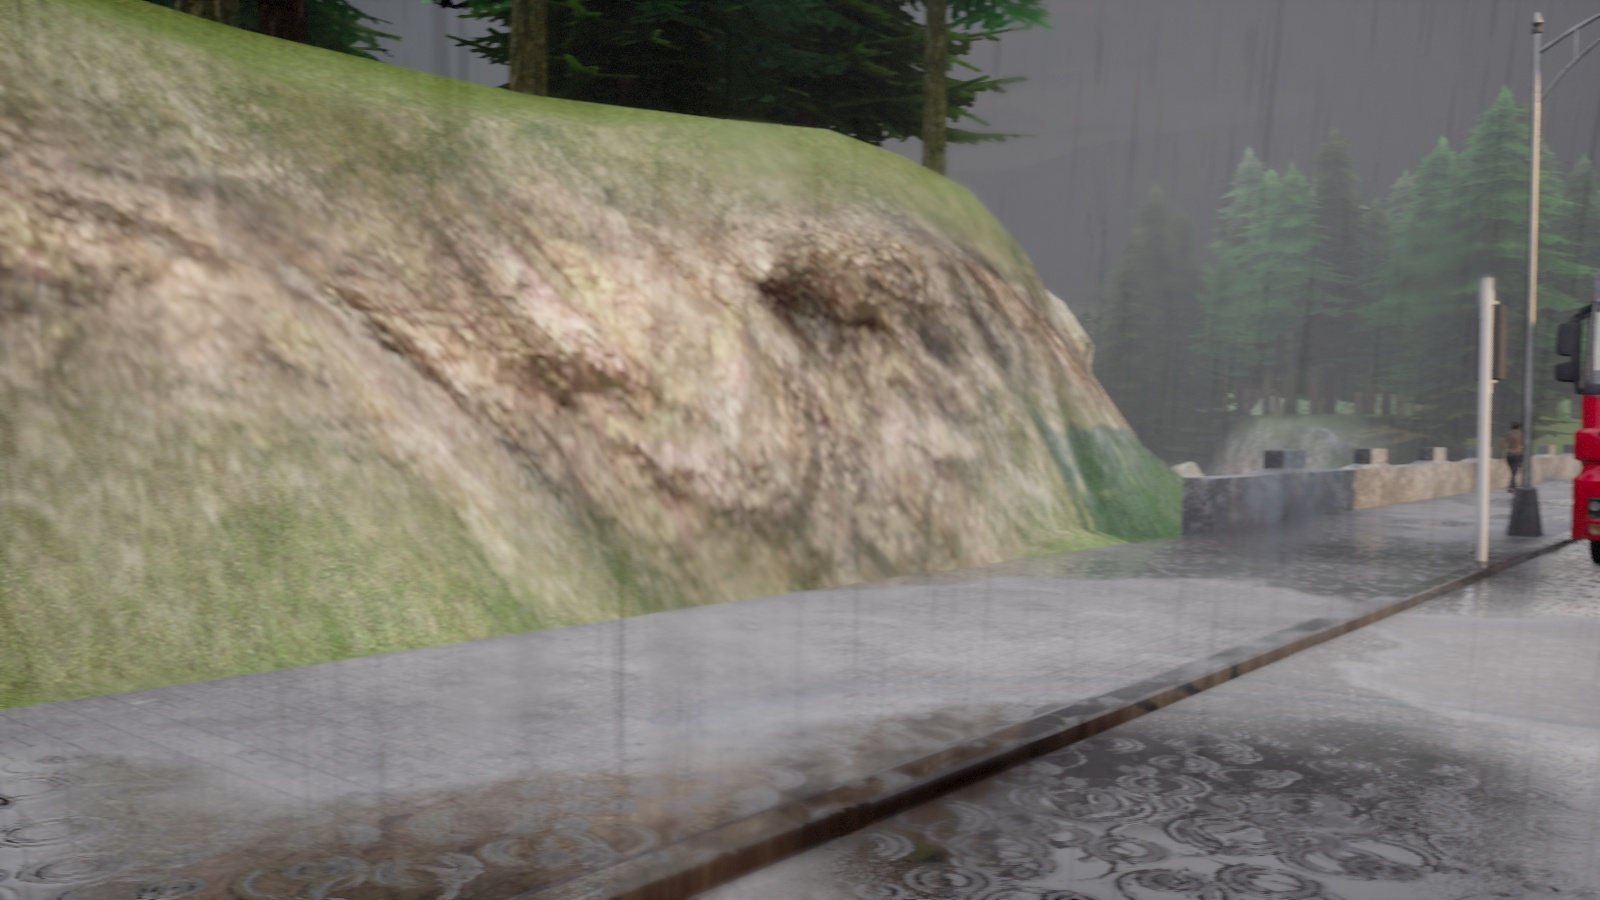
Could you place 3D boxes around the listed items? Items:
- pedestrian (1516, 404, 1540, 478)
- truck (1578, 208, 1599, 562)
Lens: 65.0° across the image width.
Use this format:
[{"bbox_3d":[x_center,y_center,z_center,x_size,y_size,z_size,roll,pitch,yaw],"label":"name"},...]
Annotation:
[{"bbox_3d":[17.919,-0.227,30.914,0.328,1.805,0.869,1,1,43],"label":"pedestrian"},{"bbox_3d":[12.332,-0.773,16.052,2.891,3.827,8.468,0,1,40],"label":"truck"}]
